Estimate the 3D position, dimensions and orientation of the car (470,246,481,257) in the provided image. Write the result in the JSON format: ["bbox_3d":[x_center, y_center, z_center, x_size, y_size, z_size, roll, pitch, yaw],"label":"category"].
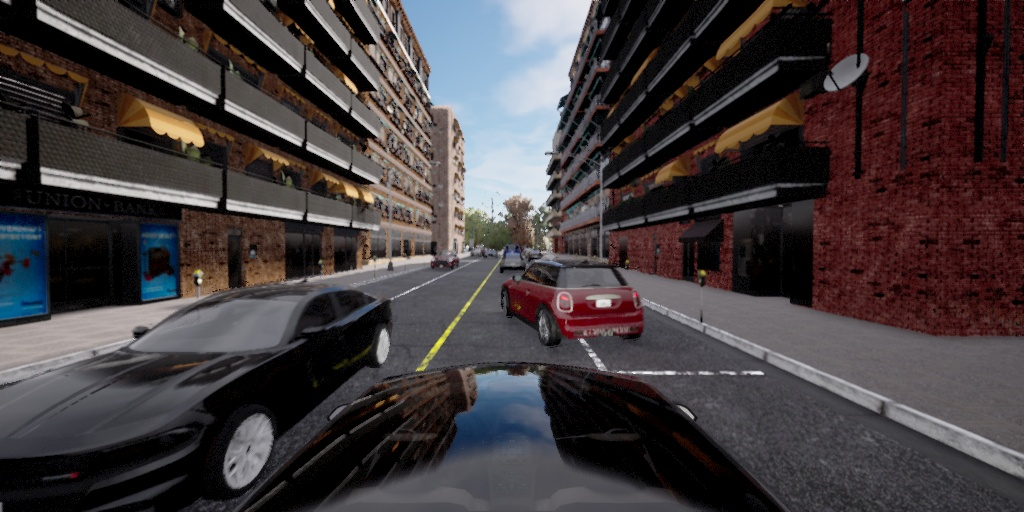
[{"bbox_3d":[-5.832,-0.554,58.777,2.007,1.370,4.403,0,0,0],"label":"car"}]

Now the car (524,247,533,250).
[{"bbox_3d":[2.754,-0.017,42.691,1.948,1.339,4.313,0,0,0],"label":"car"}]

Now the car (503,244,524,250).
[{"bbox_3d":[0.058,-0.429,44.824,2.150,2.045,5.566,0,2,0],"label":"car"}]

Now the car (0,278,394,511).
[{"bbox_3d":[-3.102,1.133,4.584,1.882,1.535,5.008,0,2,0],"label":"car"}]

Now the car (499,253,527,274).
[{"bbox_3d":[0.080,0.476,27.451,1.994,1.385,4.181,0,2,0],"label":"car"}]

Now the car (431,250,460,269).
[{"bbox_3d":[-5.715,0.237,30.951,1.967,1.591,4.097,0,0,0],"label":"car"}]

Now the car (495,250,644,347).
[{"bbox_3d":[1.186,0.865,8.947,2.097,1.767,4.553,0,2,-16],"label":"car"}]

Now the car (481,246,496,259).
[{"bbox_3d":[-3.014,-0.321,52.040,1.994,1.385,4.181,0,2,0],"label":"car"}]

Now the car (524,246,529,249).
[{"bbox_3d":[2.817,-0.398,53.350,1.751,1.417,4.829,0,0,0],"label":"car"}]
